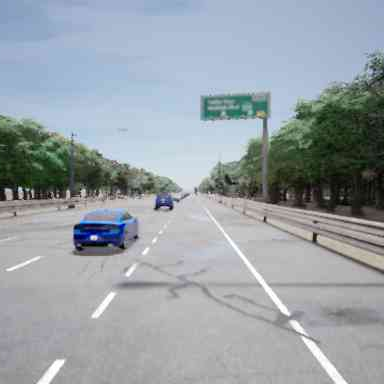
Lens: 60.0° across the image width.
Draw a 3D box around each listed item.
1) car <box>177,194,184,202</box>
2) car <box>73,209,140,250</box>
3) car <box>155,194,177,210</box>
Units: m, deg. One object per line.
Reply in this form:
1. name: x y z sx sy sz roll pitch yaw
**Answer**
1. car: -3.374 1.572 73.444 1.895 1.301 4.718 0 0 0
2. car: -3.488 1.475 14.324 1.882 1.535 5.008 0 0 0
3. car: -3.436 1.207 42.275 2.150 2.045 5.566 0 0 0
